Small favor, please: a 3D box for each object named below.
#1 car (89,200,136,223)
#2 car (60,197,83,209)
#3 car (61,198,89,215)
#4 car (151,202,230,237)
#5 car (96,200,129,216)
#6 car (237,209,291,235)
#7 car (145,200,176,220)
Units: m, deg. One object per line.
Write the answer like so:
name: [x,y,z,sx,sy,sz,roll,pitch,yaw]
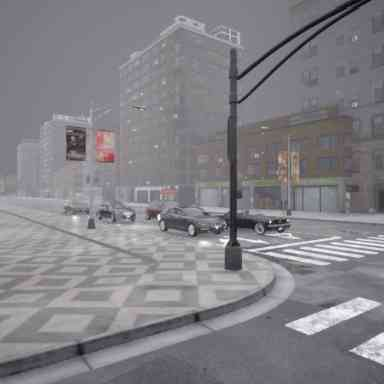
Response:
car: [-6.267,1.585,27.130,2.128,1.511,4.902,0,0,-36]
car: [-17.505,1.554,48.269,1.882,1.535,5.008,0,0,-36]
car: [-12.314,1.631,35.461,1.837,1.490,4.892,0,0,-36]
car: [-0.163,1.558,18.741,1.837,1.490,4.892,0,0,-36]
car: [-8.667,1.625,35.972,1.837,1.490,4.892,0,0,-36]
car: [3.381,1.648,19.403,1.895,1.301,4.718,0,0,-36]
car: [-1.947,1.434,26.726,2.097,1.767,4.553,0,0,-36]
